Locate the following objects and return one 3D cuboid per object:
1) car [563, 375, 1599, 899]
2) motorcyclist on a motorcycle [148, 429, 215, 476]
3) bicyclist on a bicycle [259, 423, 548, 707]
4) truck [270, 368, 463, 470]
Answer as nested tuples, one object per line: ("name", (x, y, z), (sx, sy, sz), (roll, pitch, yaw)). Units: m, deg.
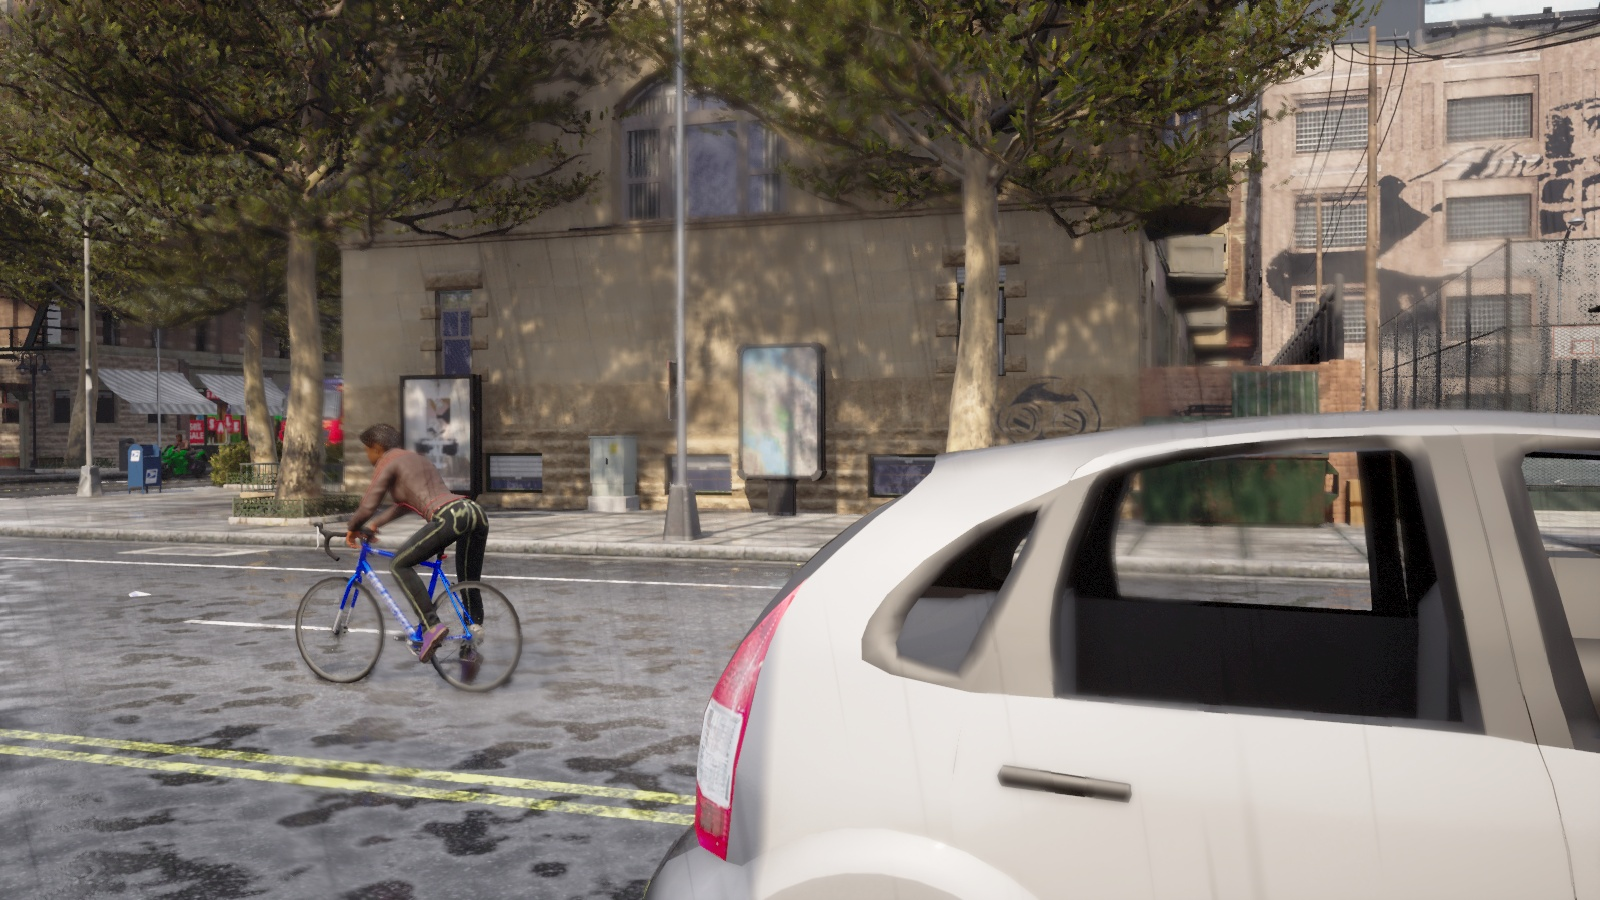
("car", (1.739, 0.690, 2.607), (3.988, 1.617, 1.851), (1, 1, 19))
("motorcyclist on a motorcycle", (-20.733, 0.056, 42.158), (0.797, 1.523, 2.044), (1, 1, 19))
("bicyclist on a bicycle", (-2.426, 0.647, 7.694), (1.656, 1.620, 0.582), (0, 1, 19))
("truck", (-17.521, -1.230, 51.577), (2.891, 3.827, 8.468), (1, 1, 19))
